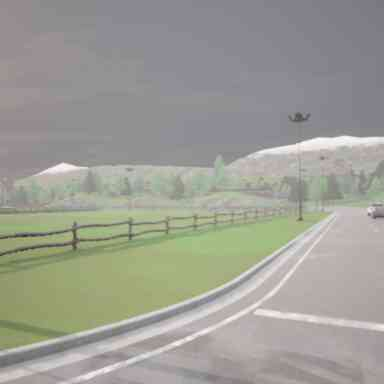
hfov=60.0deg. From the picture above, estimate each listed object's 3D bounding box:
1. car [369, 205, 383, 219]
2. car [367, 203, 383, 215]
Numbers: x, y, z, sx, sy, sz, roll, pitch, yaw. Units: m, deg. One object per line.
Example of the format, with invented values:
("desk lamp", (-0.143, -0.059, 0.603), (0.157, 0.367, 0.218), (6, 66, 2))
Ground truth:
("car", (24.414, 2.779, 42.914), (1.994, 1.385, 4.181), (-1, -2, 25))
("car", (28.772, 2.697, 52.018), (2.150, 2.045, 5.566), (-1, -2, 26))
